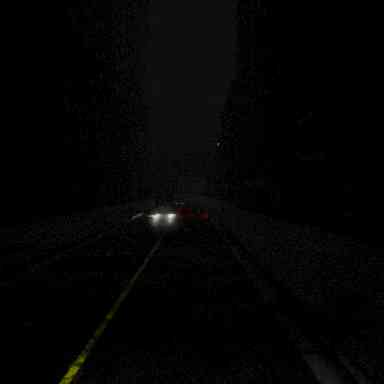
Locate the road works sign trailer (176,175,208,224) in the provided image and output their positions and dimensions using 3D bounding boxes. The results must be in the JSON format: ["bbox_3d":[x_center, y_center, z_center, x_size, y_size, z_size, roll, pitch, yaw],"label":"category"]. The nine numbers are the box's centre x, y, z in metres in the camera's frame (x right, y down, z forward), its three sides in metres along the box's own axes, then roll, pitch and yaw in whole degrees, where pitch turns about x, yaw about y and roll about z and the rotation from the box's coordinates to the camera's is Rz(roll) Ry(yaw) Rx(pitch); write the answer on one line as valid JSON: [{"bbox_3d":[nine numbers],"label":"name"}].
[{"bbox_3d":[0.010,0.497,24.969,2.380,3.560,2.880,0,0,0],"label":"road works sign trailer"}]

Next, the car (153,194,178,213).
[{"bbox_3d":[-3.080,1.276,37.804,2.150,2.045,5.566,0,0,0],"label":"car"}]
